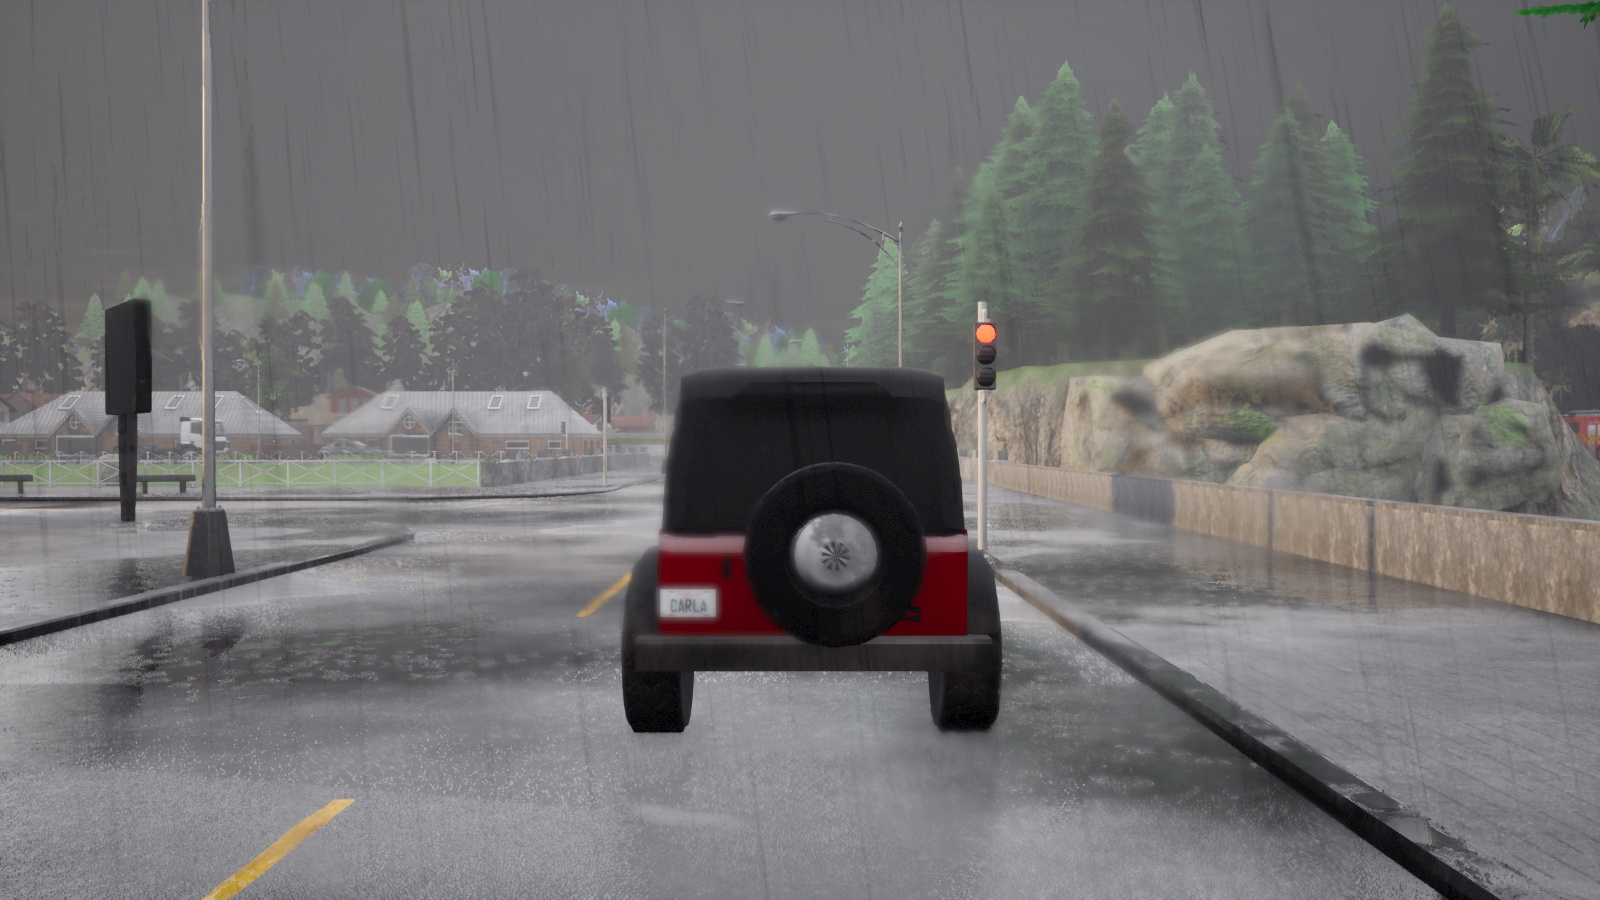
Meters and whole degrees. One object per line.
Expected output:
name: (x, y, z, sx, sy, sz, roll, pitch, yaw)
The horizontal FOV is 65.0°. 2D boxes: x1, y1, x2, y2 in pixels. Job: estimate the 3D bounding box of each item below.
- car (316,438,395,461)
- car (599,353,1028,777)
car: (-32.582, -0.021, 92.134, 5.027, 1.651, 2.152, 0, 0, 0)
car: (0.062, 0.500, 7.508, 1.905, 1.878, 3.866, 0, 0, 0)
